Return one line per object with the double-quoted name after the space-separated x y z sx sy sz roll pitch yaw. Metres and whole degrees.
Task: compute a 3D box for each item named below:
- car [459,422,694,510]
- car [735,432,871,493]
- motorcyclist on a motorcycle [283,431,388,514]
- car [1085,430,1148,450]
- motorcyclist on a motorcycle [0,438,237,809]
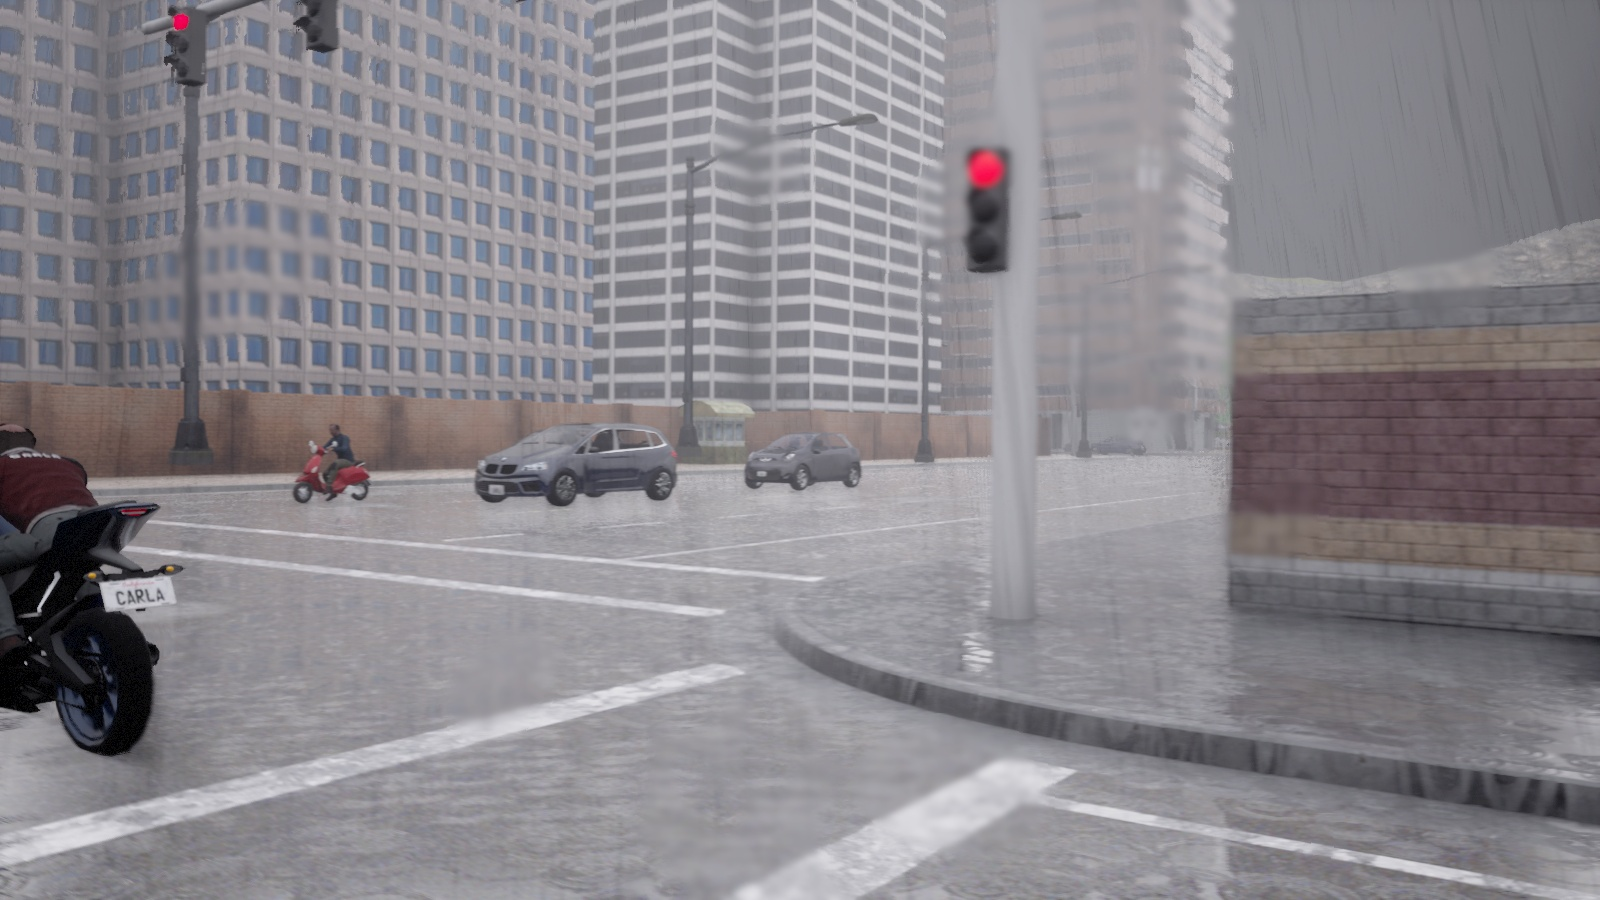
-4.541 0.258 26.227 2.242 1.667 4.611 0 1 34 "car"
0.136 0.291 33.115 1.845 1.501 3.633 0 1 34 "car"
-9.354 0.423 25.351 0.866 1.590 1.817 0 1 34 "motorcyclist on a motorcycle"
23.450 -0.742 93.069 4.193 1.474 1.816 0 1 37 "car"
-3.818 0.717 6.170 2.191 1.530 0.866 0 1 34 "motorcyclist on a motorcycle"
